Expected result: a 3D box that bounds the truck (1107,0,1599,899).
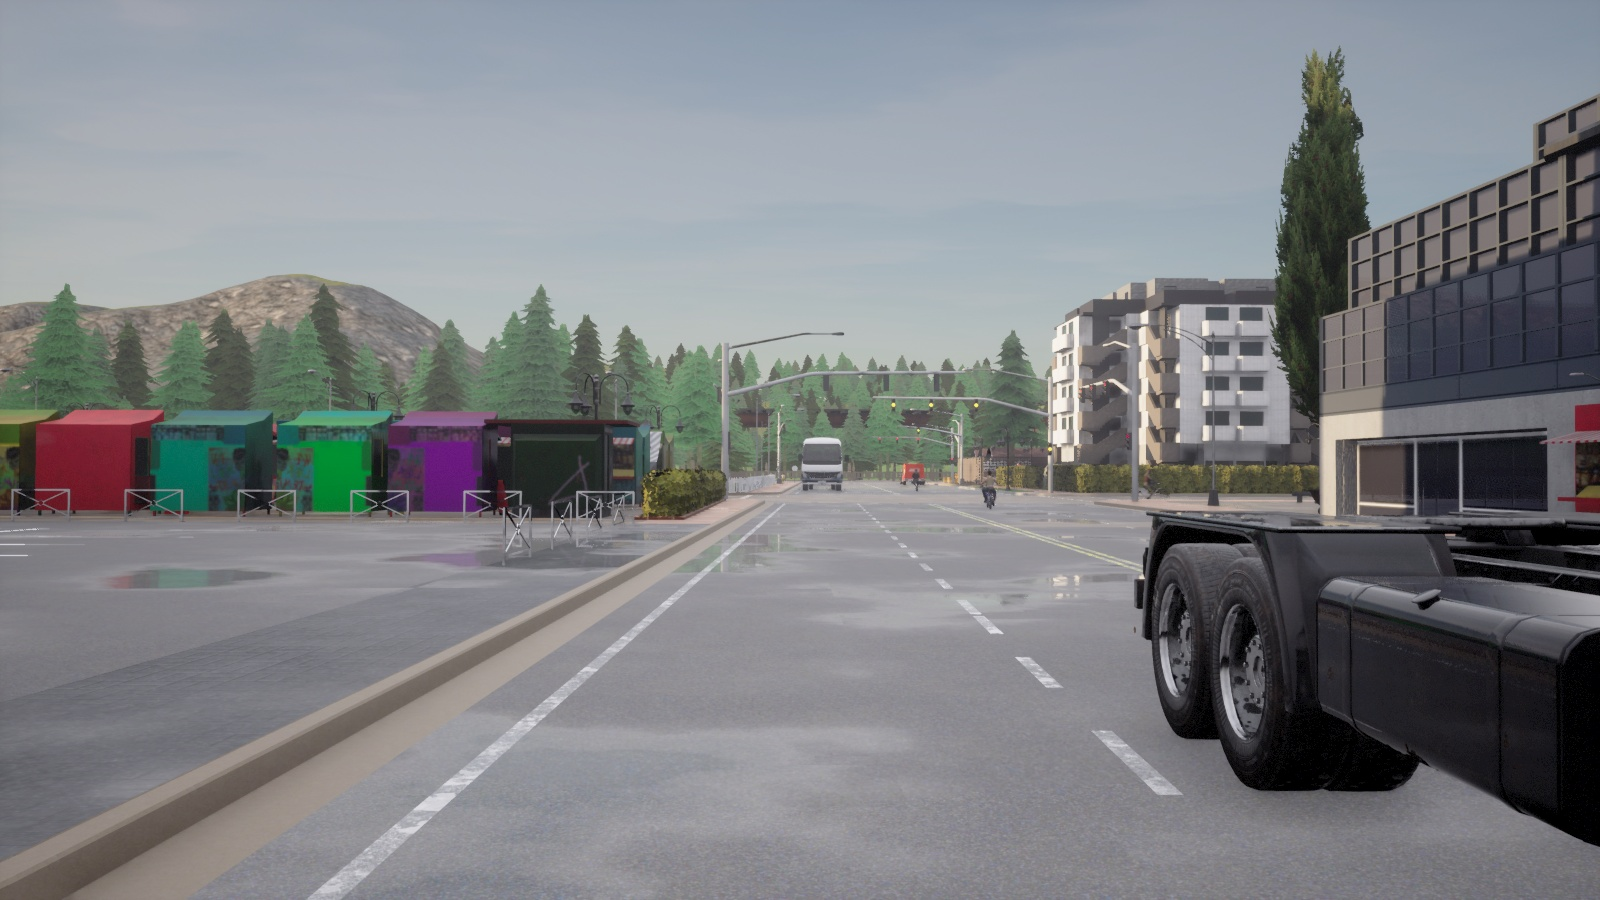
[{"bbox_3d":[3.537,-0.102,4.747,2.891,3.462,7.936,0,-1,1],"label":"truck"}]
